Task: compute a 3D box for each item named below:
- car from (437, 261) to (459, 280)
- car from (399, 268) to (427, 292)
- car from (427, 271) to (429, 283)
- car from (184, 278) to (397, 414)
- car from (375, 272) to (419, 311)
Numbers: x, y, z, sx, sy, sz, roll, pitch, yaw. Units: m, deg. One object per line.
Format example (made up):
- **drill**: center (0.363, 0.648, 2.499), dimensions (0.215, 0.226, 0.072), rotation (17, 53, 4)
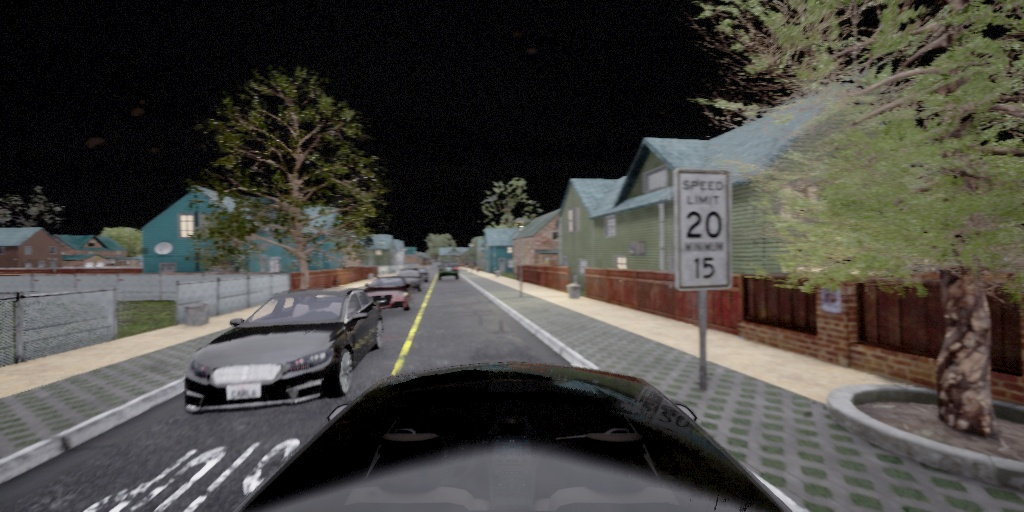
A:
- **car**: center (-7.028, 1.564, 39.714), dimensions (2.150, 2.045, 5.566), rotation (-1, -1, -11)
- **car**: center (-7.236, 1.685, 25.321), dimensions (1.837, 1.490, 4.892), rotation (-1, -1, -11)
- **car**: center (-9.106, 1.883, 35.225), dimensions (2.033, 1.411, 5.357), rotation (-1, -1, -10)
- **car**: center (-3.638, 1.377, 6.655), dimensions (2.128, 1.511, 4.902), rotation (-1, -1, -11)
- **car**: center (-5.398, 1.593, 15.755), dimensions (1.994, 1.385, 4.181), rotation (-1, -1, -11)
